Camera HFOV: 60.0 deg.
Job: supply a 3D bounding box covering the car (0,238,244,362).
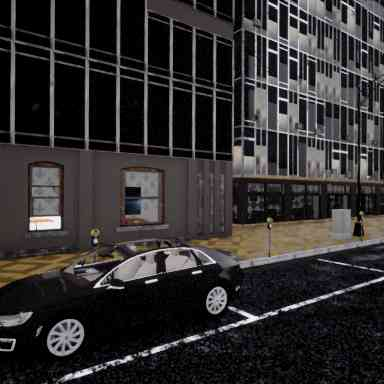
[{"bbox_3d":[-1.045,1.551,5.806,4.403,1.369,2.008,0,0,-35],"label":"car"}]
